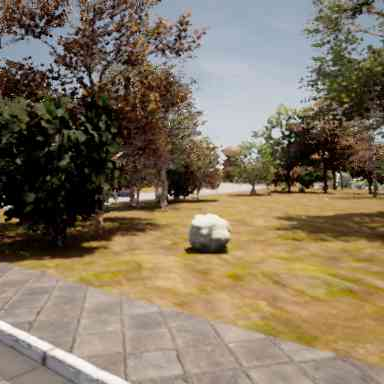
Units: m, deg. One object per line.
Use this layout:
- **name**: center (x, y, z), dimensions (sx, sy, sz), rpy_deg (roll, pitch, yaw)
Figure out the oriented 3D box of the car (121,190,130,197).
- **car**: center (-12.232, 0.278, 58.359), dimensions (1.994, 1.385, 4.181), rpy_deg (1, 3, 39)
